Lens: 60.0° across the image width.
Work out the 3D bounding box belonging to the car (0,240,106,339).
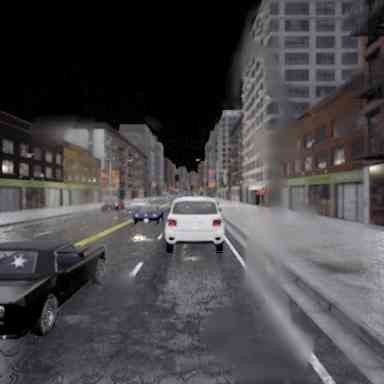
[{"bbox_3d":[-3.147,1.613,6.607,1.895,1.301,4.718,0,0,0],"label":"car"}]

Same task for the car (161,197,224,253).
[{"bbox_3d":[0.107,1.243,14.075,2.150,2.045,5.566,0,-1,0],"label":"car"}]

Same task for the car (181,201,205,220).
[{"bbox_3d":[0.113,1.603,30.475,2.033,1.411,5.357,0,0,0],"label":"car"}]

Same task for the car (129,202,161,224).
[{"bbox_3d":[-3.135,1.646,24.939,1.895,1.301,4.718,0,0,0],"label":"car"}]

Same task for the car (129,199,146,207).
[{"bbox_3d":[-6.482,1.605,40.920,1.812,1.442,4.674,0,0,0],"label":"car"}]

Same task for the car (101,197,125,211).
[{"bbox_3d":[-9.727,1.432,41.342,2.097,1.767,4.553,0,0,0],"label":"car"}]
